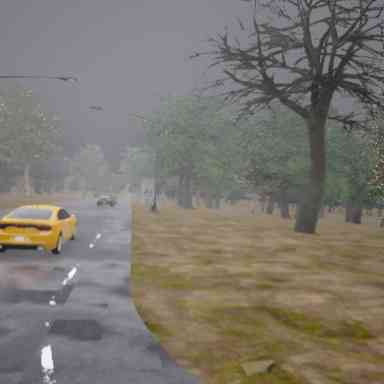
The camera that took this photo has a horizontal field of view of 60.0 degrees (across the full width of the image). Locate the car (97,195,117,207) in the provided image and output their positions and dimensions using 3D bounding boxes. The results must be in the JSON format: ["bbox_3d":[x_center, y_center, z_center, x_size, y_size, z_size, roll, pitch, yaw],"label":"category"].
[{"bbox_3d":[-10.910,1.055,42.148,1.812,1.442,4.674,4,-1,-10],"label":"car"}]

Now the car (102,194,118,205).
[{"bbox_3d":[-12.737,1.131,51.883,2.033,1.411,5.357,4,-1,-10],"label":"car"}]

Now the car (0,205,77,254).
[{"bbox_3d":[-5.530,1.208,12.288,1.882,1.535,5.008,4,0,-10],"label":"car"}]
